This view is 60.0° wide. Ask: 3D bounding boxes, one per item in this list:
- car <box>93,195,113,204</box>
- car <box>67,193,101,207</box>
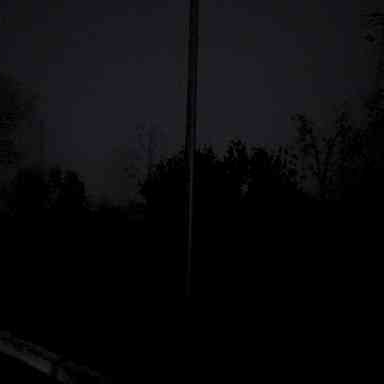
[{"bbox_3d":[-14.286,1.773,52.155,2.128,1.511,4.902,2,-2,19],"label":"car"},{"bbox_3d":[-17.409,1.419,53.810,2.150,2.045,5.566,2,-2,19],"label":"car"}]
